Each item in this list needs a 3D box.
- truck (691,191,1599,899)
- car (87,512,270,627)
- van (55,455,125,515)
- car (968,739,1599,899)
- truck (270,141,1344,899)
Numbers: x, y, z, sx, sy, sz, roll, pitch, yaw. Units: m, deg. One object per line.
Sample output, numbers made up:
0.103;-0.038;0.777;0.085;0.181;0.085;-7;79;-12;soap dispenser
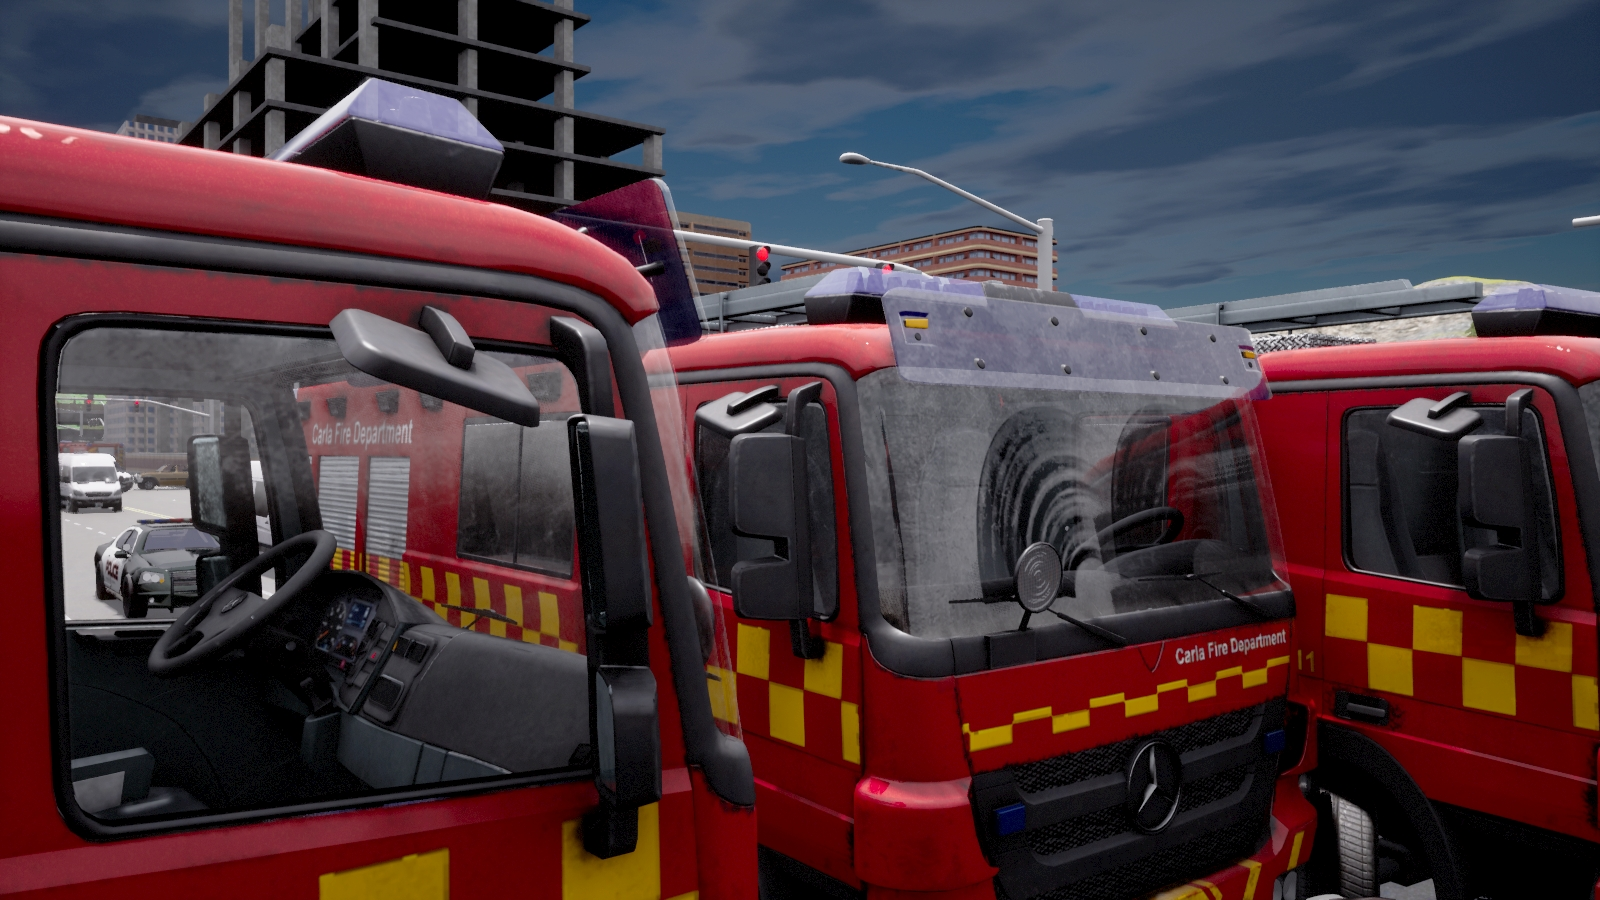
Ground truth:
2.348;0.890;8.605;2.891;3.827;8.468;0;0;-31;truck
-11.386;2.037;20.746;2.038;1.542;4.974;0;0;-39;car
-32.716;1.534;52.577;1.988;2.561;5.915;0;0;-39;van
2.437;2.065;3.109;1.970;1.475;3.806;0;0;-30;car
-1.099;0.890;8.003;2.891;3.827;8.468;0;0;-38;truck
